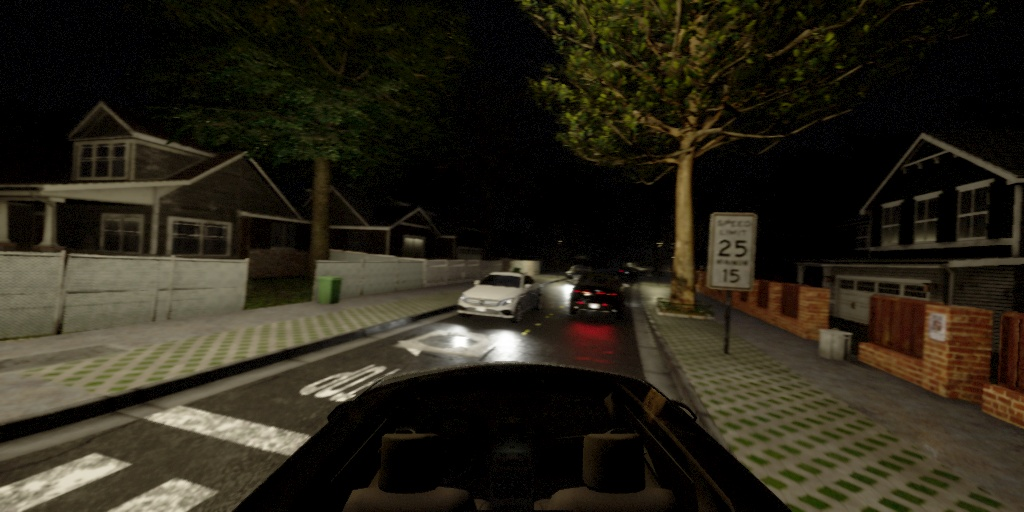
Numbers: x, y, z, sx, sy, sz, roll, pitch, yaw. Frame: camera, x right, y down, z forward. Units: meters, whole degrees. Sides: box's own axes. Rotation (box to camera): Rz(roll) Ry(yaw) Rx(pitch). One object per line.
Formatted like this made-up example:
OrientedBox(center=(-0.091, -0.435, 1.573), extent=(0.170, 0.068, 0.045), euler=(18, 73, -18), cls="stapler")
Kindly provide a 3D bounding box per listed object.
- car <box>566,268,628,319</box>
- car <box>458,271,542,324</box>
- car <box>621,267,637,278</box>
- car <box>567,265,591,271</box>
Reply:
OrientedBox(center=(3.446, 1.430, 14.116), extent=(1.837, 1.490, 4.892), euler=(3, 0, 17), cls="car")
OrientedBox(center=(-0.179, 1.263, 12.329), extent=(1.812, 1.442, 4.674), euler=(3, 0, 17), cls="car")
OrientedBox(center=(14.844, 2.060, 45.776), extent=(1.994, 1.385, 4.181), euler=(3, 0, 22), cls="car")
OrientedBox(center=(5.852, 1.534, 30.423), extent=(2.128, 1.511, 4.902), euler=(3, 0, 20), cls="car")
